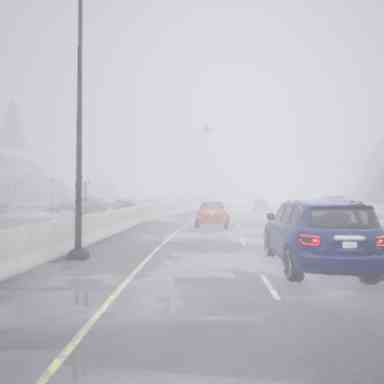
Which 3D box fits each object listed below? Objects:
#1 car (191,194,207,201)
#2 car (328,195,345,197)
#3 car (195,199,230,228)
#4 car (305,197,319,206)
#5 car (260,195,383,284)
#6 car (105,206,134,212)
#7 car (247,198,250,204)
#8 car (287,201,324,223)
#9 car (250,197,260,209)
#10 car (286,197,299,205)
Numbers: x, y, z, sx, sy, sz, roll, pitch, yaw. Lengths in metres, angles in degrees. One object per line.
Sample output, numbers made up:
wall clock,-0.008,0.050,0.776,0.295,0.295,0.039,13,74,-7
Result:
car,1.667,1.329,76.015,1.837,1.490,4.892,0,0,22
car,13.529,1.329,32.324,2.150,2.045,5.566,0,0,12
car,1.480,1.362,22.522,2.097,1.767,4.553,1,0,7
car,22.401,1.672,61.867,2.128,1.511,4.902,0,0,22
car,3.602,1.251,9.934,2.150,2.045,5.566,0,0,3
car,-7.464,1.423,34.281,2.128,1.511,4.902,0,0,11
car,11.943,1.618,63.941,1.812,1.442,4.674,0,0,22
car,9.222,1.565,27.476,2.128,1.511,4.902,0,0,10
car,9.582,1.580,46.184,1.837,1.490,4.892,-1,0,16
car,19.001,1.716,62.727,1.994,1.385,4.181,0,0,22
